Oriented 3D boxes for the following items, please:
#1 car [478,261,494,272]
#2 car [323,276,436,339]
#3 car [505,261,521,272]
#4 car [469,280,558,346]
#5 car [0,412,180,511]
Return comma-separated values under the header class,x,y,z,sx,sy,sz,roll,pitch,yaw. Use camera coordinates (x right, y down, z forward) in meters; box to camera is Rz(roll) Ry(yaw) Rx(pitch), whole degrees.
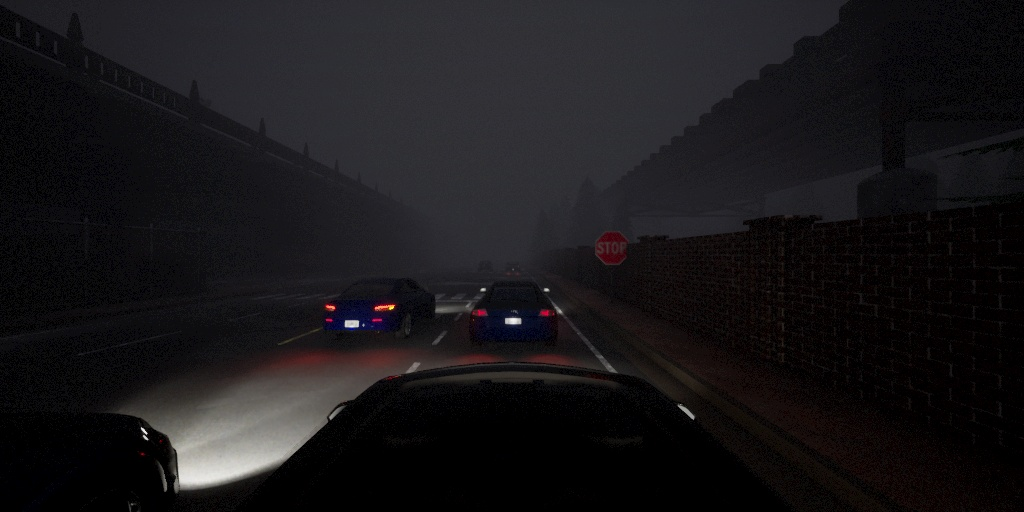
class,x,y,z,sx,sy,sz,roll,pitch,yaw
car,-3.386,1.297,46.017,2.033,1.411,5.357,0,0,-1
car,-3.411,1.276,9.930,1.812,1.442,4.674,0,0,0
car,0.109,1.351,46.211,1.895,1.301,4.718,0,0,-1
car,0.070,1.314,9.407,1.994,1.385,4.181,0,0,1
car,-3.399,1.314,0.835,1.994,1.385,4.181,0,0,0
